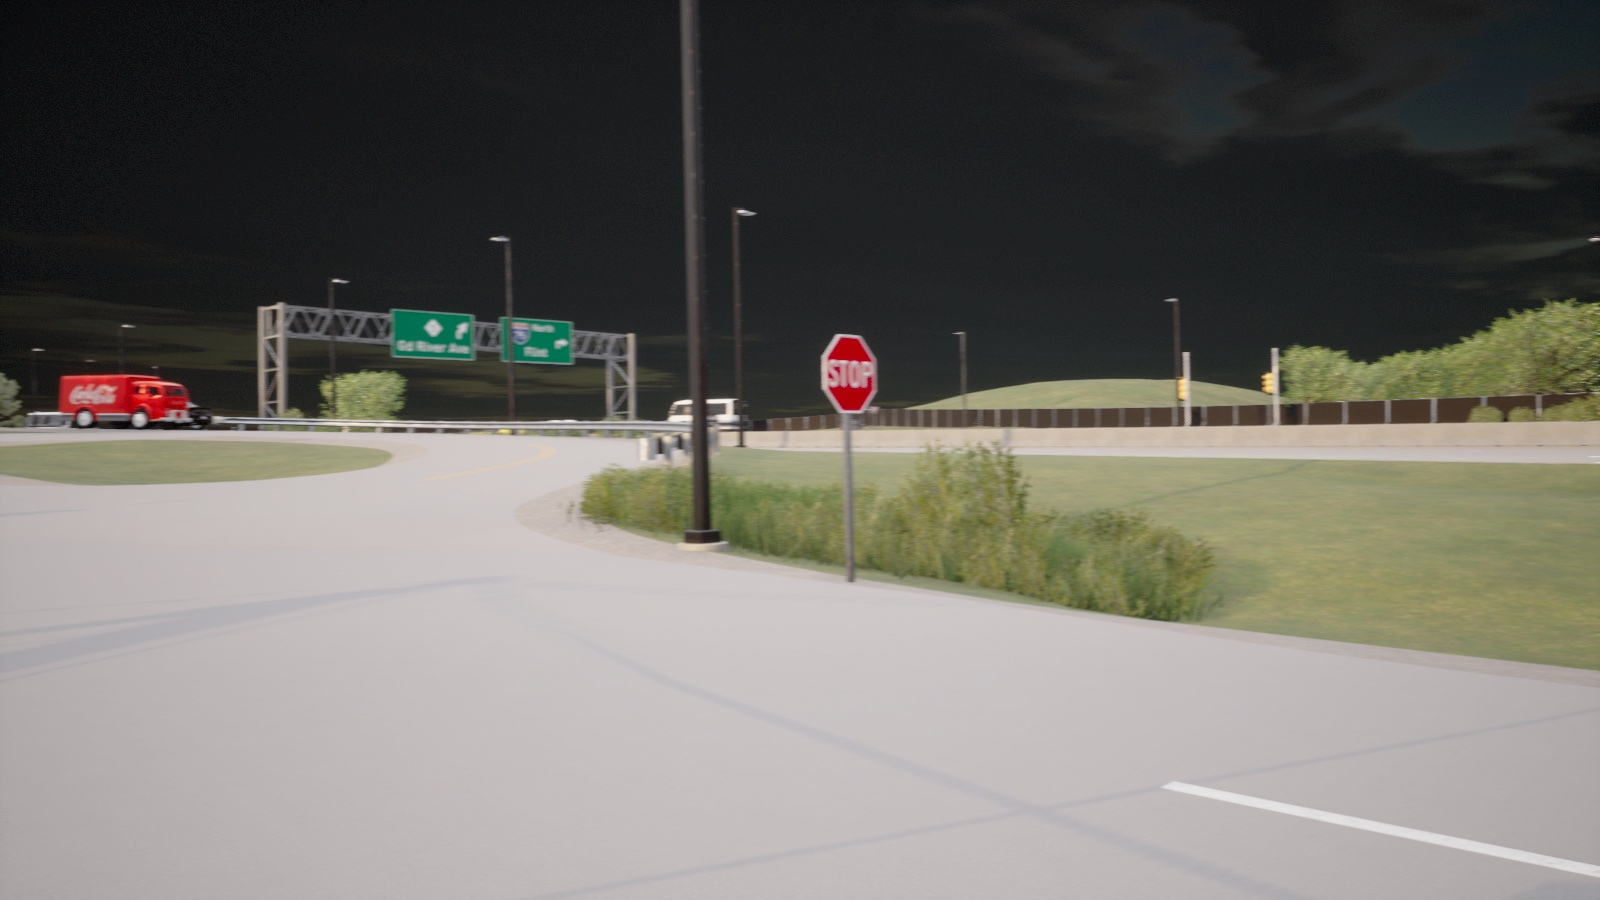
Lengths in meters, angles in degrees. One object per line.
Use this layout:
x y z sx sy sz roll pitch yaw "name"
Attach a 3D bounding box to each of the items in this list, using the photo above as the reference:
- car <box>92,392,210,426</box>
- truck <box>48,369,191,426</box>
-31.282 -1.968 60.523 5.008 1.535 1.882 1 0 13 "car"
-30.688 -2.357 56.707 5.204 2.467 2.627 1 1 11 "truck"
